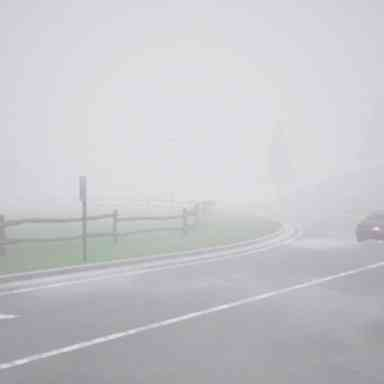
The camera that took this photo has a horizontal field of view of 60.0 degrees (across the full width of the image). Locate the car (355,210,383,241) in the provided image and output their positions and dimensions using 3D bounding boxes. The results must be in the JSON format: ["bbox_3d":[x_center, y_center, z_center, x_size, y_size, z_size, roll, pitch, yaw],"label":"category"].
[{"bbox_3d":[9.136,1.492,15.179,4.181,1.385,1.994,0,0,-43],"label":"car"}]
